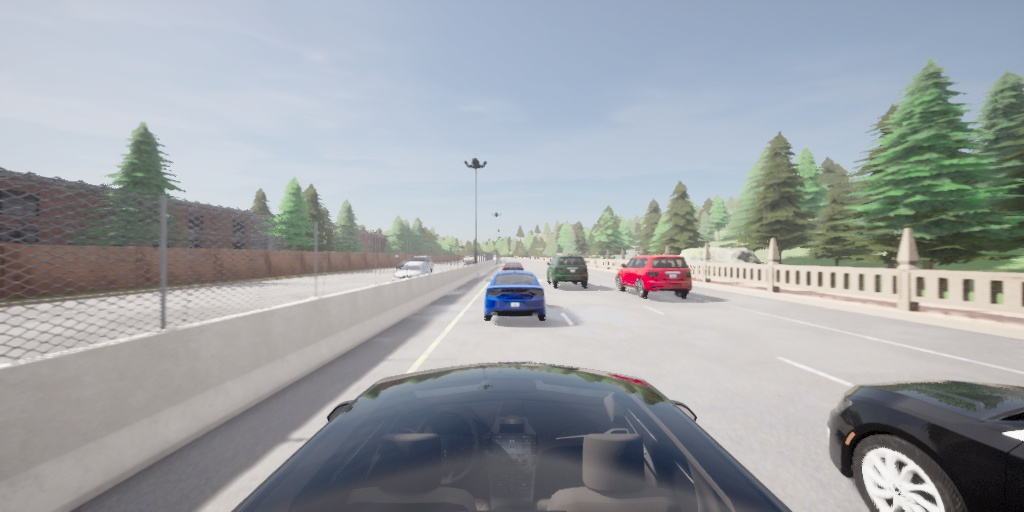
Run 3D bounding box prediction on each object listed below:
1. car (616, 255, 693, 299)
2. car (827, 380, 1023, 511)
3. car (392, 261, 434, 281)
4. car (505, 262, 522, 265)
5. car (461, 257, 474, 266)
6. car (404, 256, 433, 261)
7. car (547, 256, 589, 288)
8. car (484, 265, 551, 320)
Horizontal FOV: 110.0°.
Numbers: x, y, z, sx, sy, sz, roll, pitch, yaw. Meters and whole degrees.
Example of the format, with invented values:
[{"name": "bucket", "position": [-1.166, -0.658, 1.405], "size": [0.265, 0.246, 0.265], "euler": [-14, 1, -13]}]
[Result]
[{"name": "car", "position": [7.098, 0.986, 18.476], "size": [2.150, 2.045, 5.566], "euler": [0, 0, 0]}, {"name": "car", "position": [3.597, 1.255, 1.021], "size": [1.837, 1.490, 4.892], "euler": [0, 0, 0]}, {"name": "car", "position": [-7.100, 1.295, 25.814], "size": [1.812, 1.442, 4.674], "euler": [0, 0, 0]}, {"name": "car", "position": [0.095, 1.251, 31.045], "size": [1.882, 1.535, 5.008], "euler": [0, 0, 0]}, {"name": "car", "position": [-7.022, 1.360, 61.081], "size": [1.994, 1.385, 4.181], "euler": [0, 0, 0]}, {"name": "car", "position": [-10.597, 1.004, 41.570], "size": [2.150, 2.045, 5.566], "euler": [0, 0, 0]}, {"name": "car", "position": [3.598, 0.990, 23.924], "size": [2.150, 2.045, 5.566], "euler": [0, 0, 0]}, {"name": "car", "position": [0.093, 1.237, 12.678], "size": [1.882, 1.535, 5.008], "euler": [0, 0, 0]}]
